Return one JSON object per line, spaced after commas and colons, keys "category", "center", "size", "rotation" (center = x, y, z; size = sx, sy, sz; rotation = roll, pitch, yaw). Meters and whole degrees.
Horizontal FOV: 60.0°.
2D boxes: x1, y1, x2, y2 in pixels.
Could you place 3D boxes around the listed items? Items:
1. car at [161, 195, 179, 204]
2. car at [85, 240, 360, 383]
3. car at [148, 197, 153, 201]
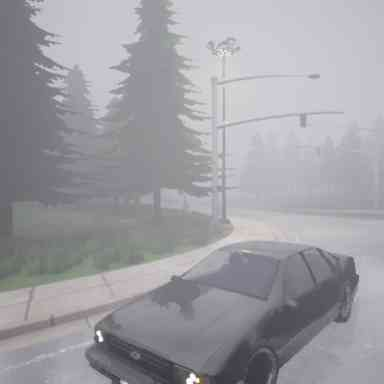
{"category": "car", "center": [-4.153, 1.569, 65.730], "size": [2.033, 1.411, 5.357], "rotation": [0, 0, -22]}
{"category": "car", "center": [1.114, 1.544, 5.290], "size": [2.033, 1.411, 5.357], "rotation": [0, 0, 41]}
{"category": "car", "center": [-8.244, 1.226, 75.383], "size": [2.150, 2.045, 5.566], "rotation": [0, 0, -23]}
